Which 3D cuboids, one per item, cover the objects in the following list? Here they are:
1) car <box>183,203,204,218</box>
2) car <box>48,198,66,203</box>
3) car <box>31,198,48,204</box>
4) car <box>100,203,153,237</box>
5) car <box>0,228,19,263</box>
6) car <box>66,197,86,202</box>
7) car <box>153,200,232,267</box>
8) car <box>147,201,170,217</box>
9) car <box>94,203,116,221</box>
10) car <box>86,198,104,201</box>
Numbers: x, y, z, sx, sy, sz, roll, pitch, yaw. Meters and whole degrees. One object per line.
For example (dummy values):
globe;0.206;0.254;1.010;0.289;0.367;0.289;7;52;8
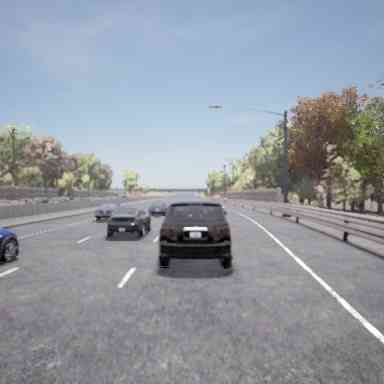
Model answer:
car;0.106;1.750;32.581;1.895;1.301;4.718;0;0;0
car;-24.495;1.822;62.472;2.128;1.511;4.902;0;0;0
car;-27.990;1.821;61.550;2.128;1.511;4.902;0;0;0
car;-3.396;1.586;18.554;1.837;1.490;4.892;0;0;0
car;-6.903;1.392;9.391;2.097;1.767;4.553;0;0;0
car;-21.004;1.787;61.855;1.882;1.535;5.008;0;0;0
car;0.099;1.271;11.703;2.150;2.045;5.566;0;0;0
car;-3.393;1.725;34.756;1.994;1.385;4.181;0;0;0
car;-6.895;1.678;28.776;2.033;1.411;5.357;0;0;0
car;-17.497;1.859;62.260;2.033;1.411;5.357;0;0;0
